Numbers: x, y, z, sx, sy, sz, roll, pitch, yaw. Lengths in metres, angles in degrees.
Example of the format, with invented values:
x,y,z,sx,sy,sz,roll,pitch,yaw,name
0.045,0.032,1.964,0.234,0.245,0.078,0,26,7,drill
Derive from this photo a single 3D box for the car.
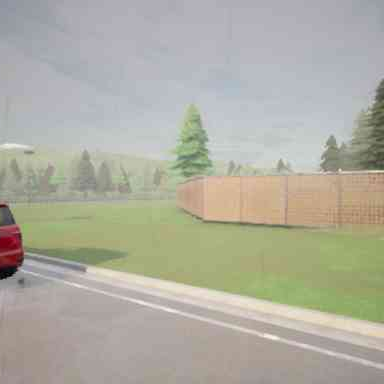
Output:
x,y,z,sx,sy,sz,roll,pitch,yaw,name
-6.641,1.216,8.727,5.566,2.045,2.150,0,0,36,car
